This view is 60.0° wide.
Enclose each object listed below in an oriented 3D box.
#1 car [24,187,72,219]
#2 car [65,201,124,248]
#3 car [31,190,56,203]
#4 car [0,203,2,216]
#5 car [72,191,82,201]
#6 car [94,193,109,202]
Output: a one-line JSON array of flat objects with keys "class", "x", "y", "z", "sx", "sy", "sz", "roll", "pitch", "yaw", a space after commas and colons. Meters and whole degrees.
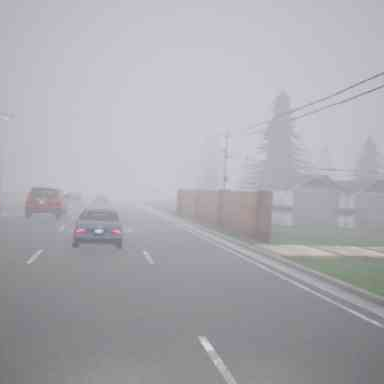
[{"class": "car", "x": -9.911, "y": 0.684, "z": 22.961, "sx": 2.150, "sy": 2.045, "sz": 5.566, "roll": 4, "pitch": 0, "yaw": -15}, {"class": "car", "x": -3.827, "y": 1.356, "z": 13.774, "sx": 2.033, "sy": 1.411, "sz": 5.357, "roll": 4, "pitch": 0, "yaw": -15}, {"class": "car", "x": -18.736, "y": 0.530, "z": 42.130, "sx": 2.033, "sy": 1.411, "sz": 5.357, "roll": 4, "pitch": 0, "yaw": -15}, {"class": "car", "x": -12.544, "y": 0.795, "z": 19.248, "sx": 1.837, "sy": 1.490, "sz": 4.892, "roll": 4, "pitch": 0, "yaw": -15}, {"class": "car", "x": -15.960, "y": 0.654, "z": 45.256, "sx": 2.128, "sy": 1.511, "sz": 4.902, "roll": 4, "pitch": 0, "yaw": -15}, {"class": "car", "x": -12.738, "y": 0.891, "z": 46.718, "sx": 1.812, "sy": 1.442, "sz": 4.674, "roll": 4, "pitch": 0, "yaw": -15}]
